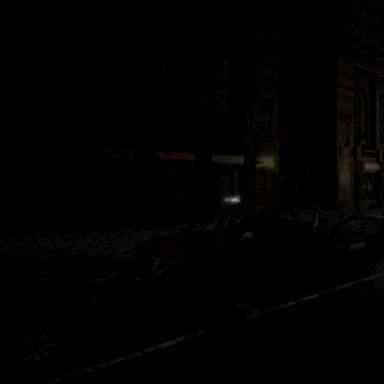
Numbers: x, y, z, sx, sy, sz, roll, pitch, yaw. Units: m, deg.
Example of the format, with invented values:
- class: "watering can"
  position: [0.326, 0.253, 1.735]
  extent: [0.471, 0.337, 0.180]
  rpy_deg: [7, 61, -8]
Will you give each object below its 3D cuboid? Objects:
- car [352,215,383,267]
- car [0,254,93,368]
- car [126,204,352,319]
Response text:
- class: "car"
  position: [5.670, 1.415, 10.658]
  extent: [4.206, 1.307, 1.802]
  rpy_deg: [-1, 1, -35]
- class: "car"
  position: [-3.466, 1.574, 4.176]
  extent: [4.313, 1.339, 1.947]
  rpy_deg: [-1, 1, -35]
- class: "car"
  position: [1.100, 1.235, 7.414]
  extent: [5.009, 1.841, 2.192]
  rpy_deg: [-1, 1, -35]
